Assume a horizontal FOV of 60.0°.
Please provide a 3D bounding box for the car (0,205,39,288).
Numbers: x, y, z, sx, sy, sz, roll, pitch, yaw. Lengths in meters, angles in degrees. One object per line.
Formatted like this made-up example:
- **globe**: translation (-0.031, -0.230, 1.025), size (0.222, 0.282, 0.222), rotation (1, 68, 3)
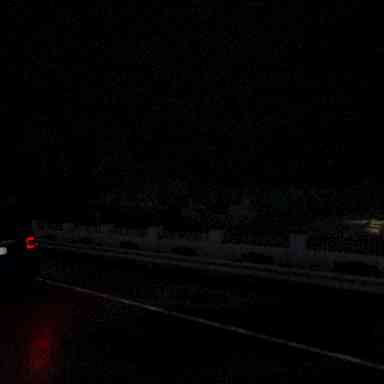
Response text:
- **car**: translation (-6.112, 1.342, 8.353), size (5.566, 2.045, 2.150), rotation (-1, -1, 35)
